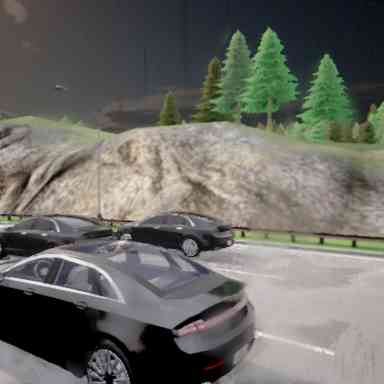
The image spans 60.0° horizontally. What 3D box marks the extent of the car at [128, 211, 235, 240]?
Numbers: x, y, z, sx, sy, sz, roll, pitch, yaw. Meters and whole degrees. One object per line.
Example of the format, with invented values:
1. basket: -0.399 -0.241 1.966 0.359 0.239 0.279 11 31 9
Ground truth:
1. car: -0.769 1.478 12.643 4.892 1.490 1.837 0 0 32

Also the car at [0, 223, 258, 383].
1. car: -1.504 1.479 4.836 4.902 1.511 2.128 0 0 33

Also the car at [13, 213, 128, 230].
1. car: -4.660 1.475 10.917 4.892 1.490 1.837 0 0 31
